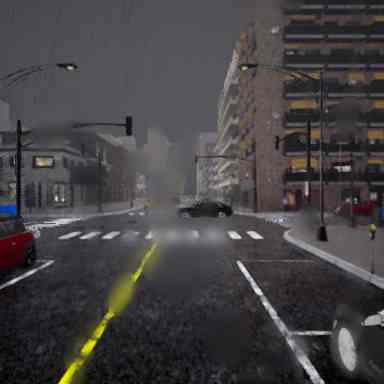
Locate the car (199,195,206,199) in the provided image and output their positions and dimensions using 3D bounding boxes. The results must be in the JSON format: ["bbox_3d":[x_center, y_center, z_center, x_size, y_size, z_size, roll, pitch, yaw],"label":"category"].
[{"bbox_3d":[2.695,1.645,57.974,1.947,1.339,4.313,0,0,0],"label":"car"}]

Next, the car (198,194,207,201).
[{"bbox_3d":[2.695,1.465,86.459,2.192,1.841,5.009,0,0,0],"label":"car"}]

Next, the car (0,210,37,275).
[{"bbox_3d":[-5.684,1.446,8.417,1.967,1.590,4.097,0,0,0],"label":"car"}]

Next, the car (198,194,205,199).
[{"bbox_3d":[2.694,1.669,75.064,2.008,1.369,4.403,0,0,0],"label":"car"}]

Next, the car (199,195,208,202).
[{"bbox_3d":[2.694,1.574,80.761,1.967,1.590,4.097,0,0,0],"label":"car"}]

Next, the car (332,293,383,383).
[{"bbox_3d":[2.696,1.553,2.732,2.008,1.369,4.403,0,0,0],"label":"car"}]

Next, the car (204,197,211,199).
[{"bbox_3d":[2.696,1.574,41.054,1.752,1.417,4.829,0,0,0],"label":"car"}]

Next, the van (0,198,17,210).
[{"bbox_3d":[-17.658,1.439,30.122,3.998,1.788,1.690,0,0,0],"label":"van"}]

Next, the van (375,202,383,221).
[{"bbox_3d":[14.764,1.300,21.984,3.998,1.788,1.690,0,0,0],"label":"van"}]

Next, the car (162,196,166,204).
[{"bbox_3d":[-5.686,1.612,52.282,1.887,1.381,4.507,0,0,0],"label":"car"}]

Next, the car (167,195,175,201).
[{"bbox_3d":[-5.686,1.607,92.158,1.967,1.590,4.097,0,0,0],"label":"car"}]

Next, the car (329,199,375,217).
[{"bbox_3d":[14.720,1.473,30.363,4.097,1.590,1.967,0,0,0],"label":"car"}]

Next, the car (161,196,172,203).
[{"bbox_3d":[-5.687,1.669,75.068,2.008,1.369,4.403,0,0,0],"label":"car"}]

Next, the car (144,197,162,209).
[{"bbox_3d":[-5.686,1.583,46.415,1.752,1.417,4.829,0,0,0],"label":"car"}]

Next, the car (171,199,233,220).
[{"bbox_3d":[0.950,1.545,27.572,4.892,1.490,1.837,0,-1,0],"label":"car"}]

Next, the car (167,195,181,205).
[{"bbox_3d":[-3.031,1.565,62.022,1.882,1.535,5.008,0,0,1],"label":"car"}]
